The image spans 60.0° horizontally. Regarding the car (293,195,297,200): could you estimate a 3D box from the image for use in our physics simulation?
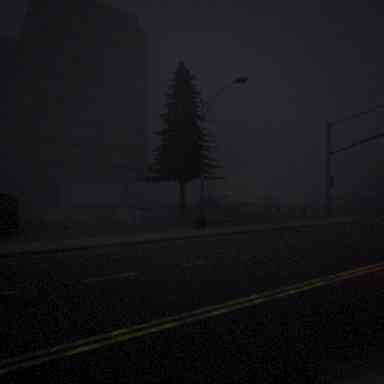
[{"bbox_3d":[25.678,1.126,88.550,1.932,1.855,4.605,0,0,-36],"label":"car"}]

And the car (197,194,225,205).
[{"bbox_3d":[2.726,1.489,55.021,1.837,1.490,4.892,0,0,-36],"label":"car"}]

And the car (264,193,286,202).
[{"bbox_3d":[21.163,1.370,85.273,1.970,1.475,3.806,0,0,-36],"label":"car"}]

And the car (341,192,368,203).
[{"bbox_3d":[38.938,1.125,79.504,1.932,1.855,4.605,0,0,-36],"label":"car"}]

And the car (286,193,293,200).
[{"bbox_3d":[23.521,1.337,86.952,1.784,1.438,3.905,0,0,-36],"label":"car"}]

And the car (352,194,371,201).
[{"bbox_3d":[41.334,1.335,81.133,1.784,1.438,3.905,0,0,-36],"label":"car"}]

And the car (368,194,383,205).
[{"bbox_3d":[30.771,1.134,52.195,1.932,1.855,4.605,0,0,-36],"label":"car"}]

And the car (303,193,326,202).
[{"bbox_3d":[25.228,1.373,69.626,1.970,1.475,3.806,0,0,-36],"label":"car"}]
